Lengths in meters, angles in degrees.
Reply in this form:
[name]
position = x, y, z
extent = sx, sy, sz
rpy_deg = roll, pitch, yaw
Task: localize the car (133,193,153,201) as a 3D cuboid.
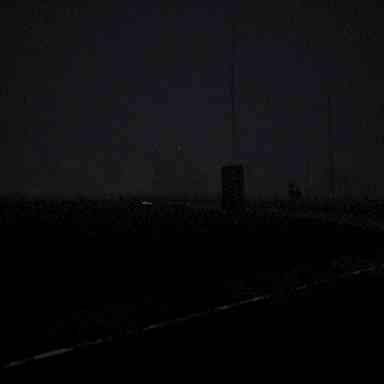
[car]
position = -7.782, 0.842, 53.019
extent = 1.994, 1.385, 4.181
rpy_deg = -1, 1, -35
